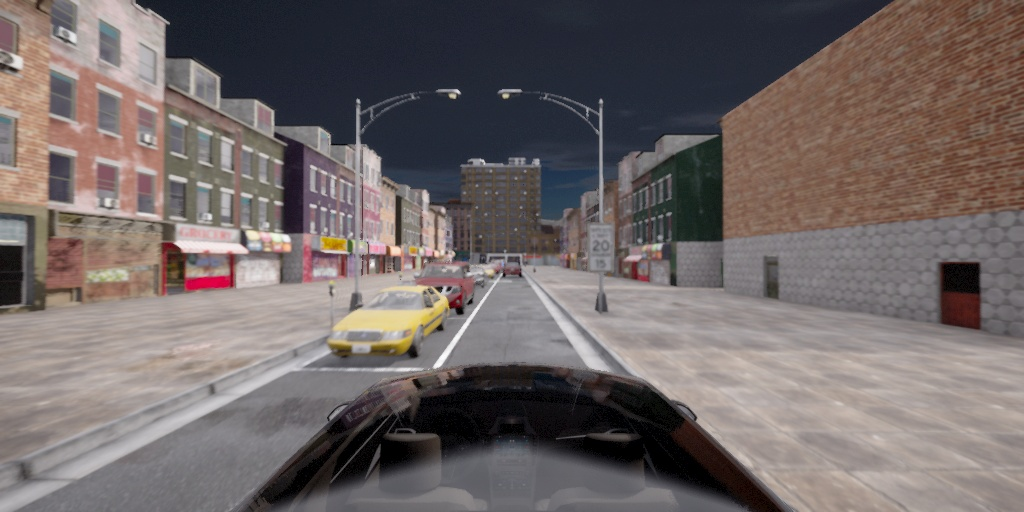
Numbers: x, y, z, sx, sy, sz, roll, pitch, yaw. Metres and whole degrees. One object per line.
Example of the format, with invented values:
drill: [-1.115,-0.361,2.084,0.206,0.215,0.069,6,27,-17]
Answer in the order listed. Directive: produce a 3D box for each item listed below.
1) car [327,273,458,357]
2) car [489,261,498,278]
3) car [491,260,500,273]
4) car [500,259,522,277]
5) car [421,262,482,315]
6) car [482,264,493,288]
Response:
car: [-2.632,1.315,8.660,1.751,1.417,4.829,0,0,0]
car: [-2.606,1.532,35.878,1.751,1.417,4.829,0,0,0]
car: [-2.596,1.644,46.936,1.888,1.381,4.507,0,0,0]
car: [0.037,1.389,39.427,2.097,1.767,4.553,0,0,0]
car: [-2.627,1.145,14.273,2.192,1.841,5.009,0,0,0]
car: [-2.616,1.467,25.161,2.007,1.370,4.403,0,0,0]
